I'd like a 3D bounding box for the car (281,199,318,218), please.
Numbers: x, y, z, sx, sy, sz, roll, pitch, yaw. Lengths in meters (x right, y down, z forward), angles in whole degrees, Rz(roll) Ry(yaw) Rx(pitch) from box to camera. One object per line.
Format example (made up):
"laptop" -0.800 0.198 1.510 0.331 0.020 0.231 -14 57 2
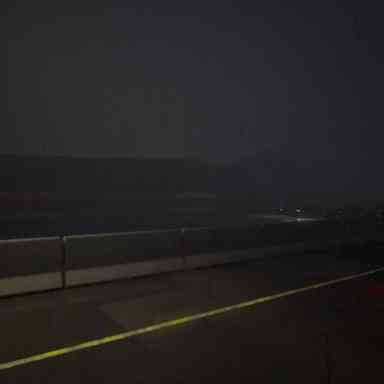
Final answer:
"car" 11.616 1.748 33.647 4.892 1.490 1.837 1 -1 -36

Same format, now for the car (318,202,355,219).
"car" 14.385 1.728 31.323 5.008 1.535 1.882 1 0 -36

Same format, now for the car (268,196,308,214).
"car" 11.019 1.478 37.499 5.566 2.045 2.150 1 0 -36

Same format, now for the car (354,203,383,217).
"car" 16.524 1.800 28.527 5.357 1.411 2.033 1 0 -35
